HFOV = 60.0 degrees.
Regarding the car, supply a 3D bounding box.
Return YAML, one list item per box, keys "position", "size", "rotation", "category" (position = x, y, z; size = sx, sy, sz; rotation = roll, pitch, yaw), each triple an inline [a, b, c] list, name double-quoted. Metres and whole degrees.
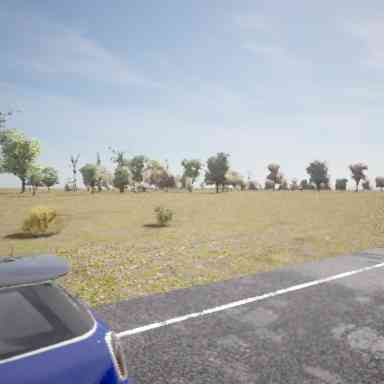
- position: [-2.712, 1.355, 2.059]
  size: [4.553, 1.767, 2.097]
  rotation: [0, 0, -35]
  category: "car"
